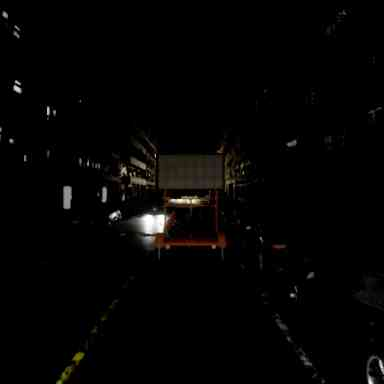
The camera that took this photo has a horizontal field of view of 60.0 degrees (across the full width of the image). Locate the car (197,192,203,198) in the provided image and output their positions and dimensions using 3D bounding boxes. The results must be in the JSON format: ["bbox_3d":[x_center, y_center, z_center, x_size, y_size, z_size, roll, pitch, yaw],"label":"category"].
[{"bbox_3d":[2.389,0.716,83.538,1.752,1.417,4.829,0,1,0],"label":"car"}]

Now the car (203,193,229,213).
[{"bbox_3d":[2.576,1.004,32.641,2.192,1.841,5.009,0,1,0],"label":"car"}]

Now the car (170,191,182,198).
[{"bbox_3d":[-3.261,0.811,71.869,1.812,1.442,4.674,0,1,0],"label":"car"}]

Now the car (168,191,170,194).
[{"bbox_3d":[-5.990,0.506,83.339,2.192,1.841,5.009,0,1,0],"label":"car"}]

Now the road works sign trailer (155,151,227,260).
[{"bbox_3d":[-0.041,0.352,11.847,2.380,3.560,2.880,0,1,0],"label":"road works sign trailer"}]

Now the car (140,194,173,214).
[{"bbox_3d":[-3.209,1.196,31.050,2.128,1.511,4.902,0,1,0],"label":"car"}]

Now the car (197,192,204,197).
[{"bbox_3d":[2.348,0.625,94.640,1.887,1.381,4.507,0,1,0],"label":"car"}]

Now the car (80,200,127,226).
[{"bbox_3d":[-5.765,1.363,21.343,1.947,1.339,4.313,0,1,0],"label":"car"}]

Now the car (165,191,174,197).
[{"bbox_3d":[-6.011,0.575,88.975,1.967,1.590,4.097,0,1,0],"label":"car"}]

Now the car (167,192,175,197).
[{"bbox_3d":[-6.032,0.624,94.614,1.887,1.381,4.507,0,1,0],"label":"car"}]

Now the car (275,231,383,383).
[{"bbox_3d":[2.677,1.523,4.462,1.947,1.339,4.313,0,1,0],"label":"car"}]

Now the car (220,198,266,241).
[{"bbox_3d":[2.636,1.291,15.734,1.967,1.590,4.097,0,1,0],"label":"car"}]

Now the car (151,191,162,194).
[{"bbox_3d":[-5.868,0.964,49.524,1.967,1.590,4.097,0,1,0],"label":"car"}]

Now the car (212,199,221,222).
[{"bbox_3d":[2.616,1.348,21.370,2.008,1.369,4.403,0,1,0],"label":"car"}]

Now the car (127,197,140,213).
[{"bbox_3d":[-5.805,1.216,32.445,1.752,1.417,4.829,0,1,0],"label":"car"}]

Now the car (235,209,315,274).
[{"bbox_3d":[2.657,1.449,10.098,1.887,1.381,4.507,0,1,0],"label":"car"}]
